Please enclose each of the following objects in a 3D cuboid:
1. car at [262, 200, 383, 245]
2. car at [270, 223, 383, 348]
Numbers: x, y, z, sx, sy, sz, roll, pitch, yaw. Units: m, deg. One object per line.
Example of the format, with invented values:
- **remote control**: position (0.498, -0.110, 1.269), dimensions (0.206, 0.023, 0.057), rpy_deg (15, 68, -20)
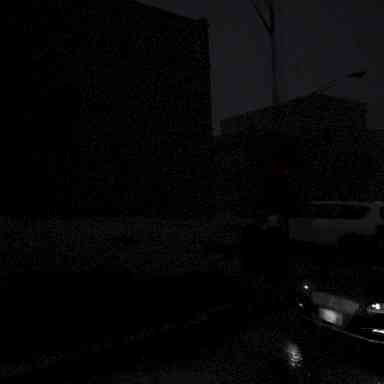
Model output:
- **car**: position (5.285, 1.330, 12.812), dimensions (2.435, 2.045, 5.566), rpy_deg (1, 0, -36)
- **car**: position (3.995, 1.551, 6.230), dimensions (4.902, 1.511, 2.128), rpy_deg (1, 0, -35)
